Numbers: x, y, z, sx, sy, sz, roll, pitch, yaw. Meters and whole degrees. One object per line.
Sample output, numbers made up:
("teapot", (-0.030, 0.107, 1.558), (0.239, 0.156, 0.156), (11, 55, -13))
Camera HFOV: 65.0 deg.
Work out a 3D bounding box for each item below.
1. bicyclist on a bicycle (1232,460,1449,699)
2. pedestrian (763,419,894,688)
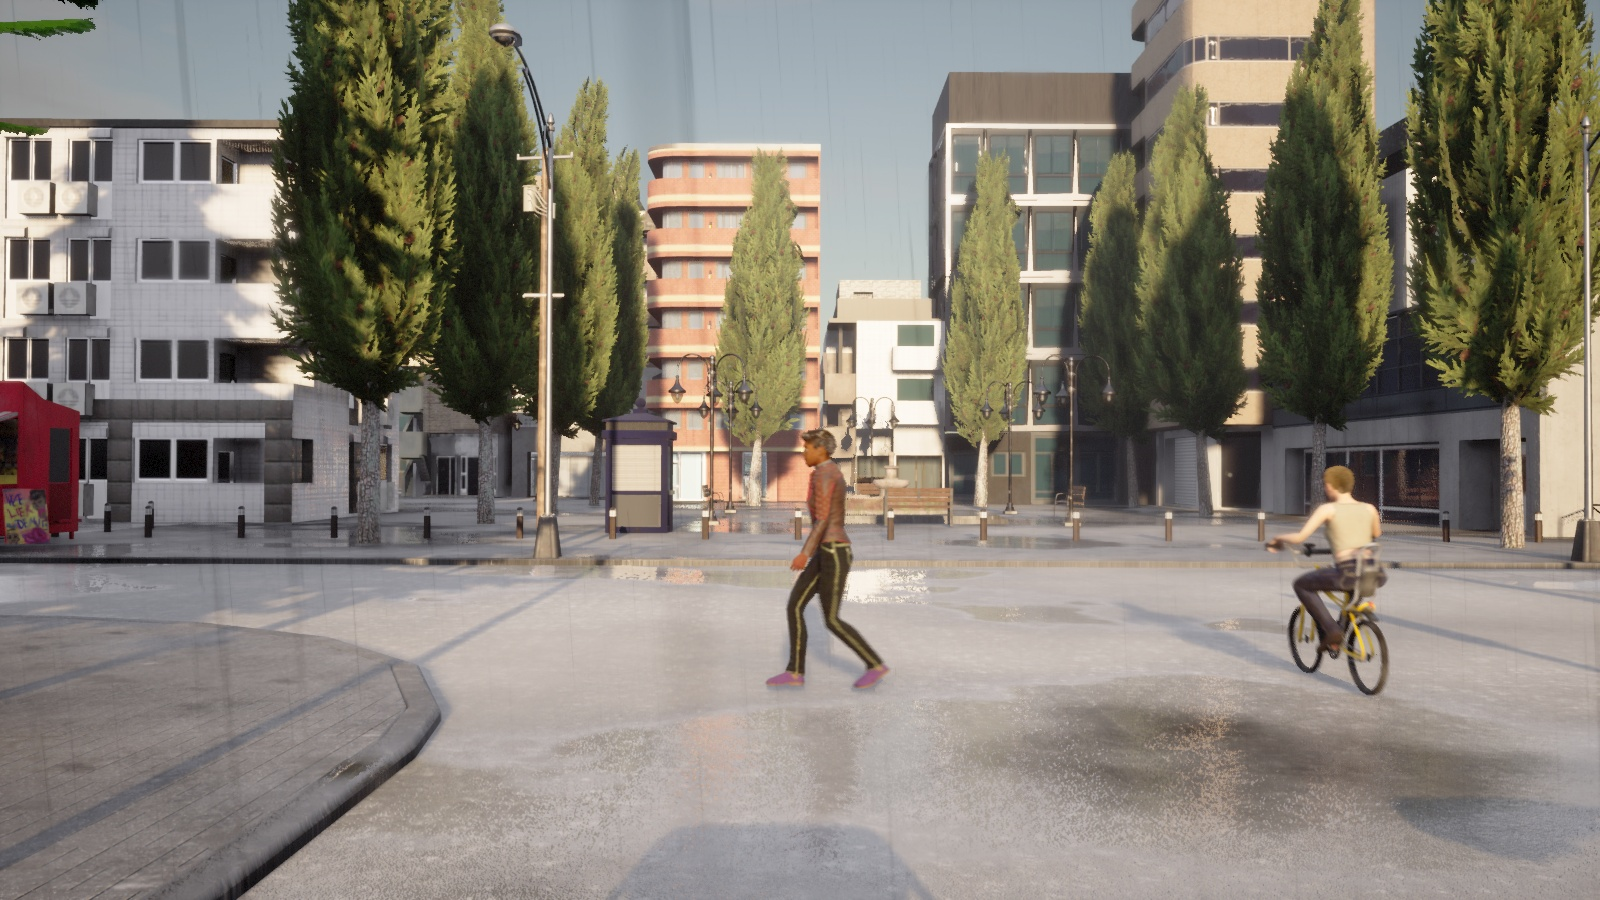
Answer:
("bicyclist on a bicycle", (3.951, 0.892, 9.332), (0.866, 1.612, 1.509), (-1, -1, -3))
("pedestrian", (0.191, 0.698, 8.609), (0.869, 1.805, 0.328), (0, -1, 0))
